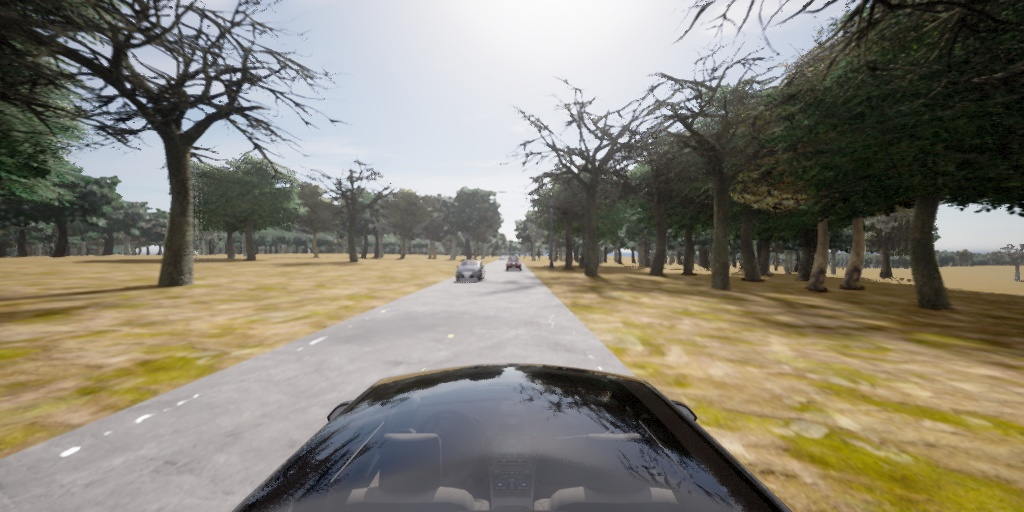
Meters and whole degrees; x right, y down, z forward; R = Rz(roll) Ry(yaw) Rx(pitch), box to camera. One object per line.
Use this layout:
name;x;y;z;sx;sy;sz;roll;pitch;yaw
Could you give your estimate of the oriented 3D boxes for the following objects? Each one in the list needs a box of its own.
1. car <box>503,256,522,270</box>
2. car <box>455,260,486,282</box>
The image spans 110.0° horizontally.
car;0.213;1.033;44.216;1.895;1.301;4.718;0;0;0
car;-3.034;1.056;26.722;2.128;1.511;4.902;0;0;0
